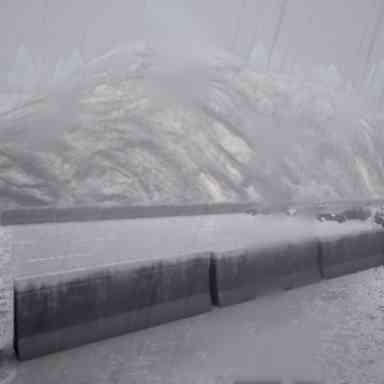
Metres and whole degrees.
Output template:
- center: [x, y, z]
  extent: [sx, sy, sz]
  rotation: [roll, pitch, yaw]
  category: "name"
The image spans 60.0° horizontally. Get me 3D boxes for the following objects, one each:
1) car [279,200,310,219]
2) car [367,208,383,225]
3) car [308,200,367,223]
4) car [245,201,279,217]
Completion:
- center: [10.074, 1.453, 28.363]
  extent: [4.902, 1.511, 2.128]
  rotation: [0, 0, -35]
  category: "car"
- center: [14.380, 1.466, 22.835]
  extent: [4.892, 1.490, 1.837]
  rotation: [0, 0, -35]
  category: "car"
- center: [11.429, 1.510, 25.033]
  extent: [5.357, 1.411, 2.033]
  rotation: [0, 0, -35]
  category: "car"
- center: [7.383, 1.510, 30.745]
  extent: [5.357, 1.411, 2.033]
  rotation: [0, 0, -35]
  category: "car"
